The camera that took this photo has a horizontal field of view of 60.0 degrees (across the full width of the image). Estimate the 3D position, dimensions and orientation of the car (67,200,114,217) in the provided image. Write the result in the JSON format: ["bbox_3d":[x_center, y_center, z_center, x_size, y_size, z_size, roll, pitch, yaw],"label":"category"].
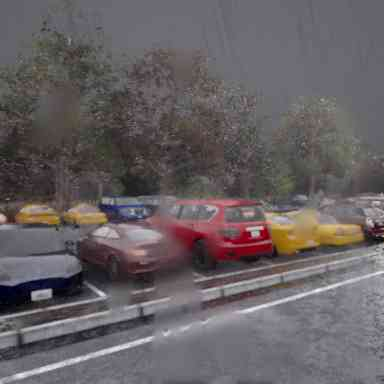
[{"bbox_3d":[-7.371,1.528,22.420,1.946,1.575,5.366,0,0,-35],"label":"car"}]

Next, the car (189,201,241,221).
[{"bbox_3d":[1.855,1.544,28.666,2.002,1.452,4.674,0,0,-35],"label":"car"}]

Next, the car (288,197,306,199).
[{"bbox_3d":[8.679,1.511,33.483,2.163,1.488,4.792,0,0,-35],"label":"car"}]

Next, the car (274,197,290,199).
[{"bbox_3d":[6.413,1.490,31.867,2.231,1.521,4.892,0,0,-35],"label":"car"}]

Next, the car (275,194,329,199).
[{"bbox_3d":[10.994,1.222,35.037,2.435,2.045,5.566,0,0,-35],"label":"car"}]

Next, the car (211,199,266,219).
[{"bbox_3d":[4.134,1.497,30.267,2.097,1.535,5.008,0,0,-35],"label":"car"}]

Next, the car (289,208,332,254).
[{"bbox_3d":[2.560,1.526,13.176,2.097,1.535,5.008,0,0,-35],"label":"car"}]

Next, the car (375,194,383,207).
[{"bbox_3d":[29.201,1.264,47.877,2.185,1.767,4.553,0,0,-35],"label":"car"}]

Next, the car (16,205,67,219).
[{"bbox_3d":[-9.642,1.537,20.594,2.097,1.535,5.008,0,0,-35],"label":"car"}]

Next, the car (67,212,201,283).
[{"bbox_3d":[-1.999,1.580,9.982,2.002,1.452,4.674,0,0,-35],"label":"car"}]

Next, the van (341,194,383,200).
[{"bbox_3d":[11.605,1.274,19.667,1.878,1.987,4.442,0,0,-35],"label":"van"}]

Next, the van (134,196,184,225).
[{"bbox_3d":[-2.637,1.292,25.371,1.878,1.987,4.442,0,0,-35],"label":"van"}]

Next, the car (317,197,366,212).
[{"bbox_3d":[17.821,1.445,39.852,2.097,1.535,5.008,0,0,-35],"label":"car"}]

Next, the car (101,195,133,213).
[{"bbox_3d":[-4.968,1.273,23.844,2.435,2.045,5.566,0,0,-35],"label":"car"}]

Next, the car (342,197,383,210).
[{"bbox_3d":[22.375,1.424,43.058,2.097,1.535,5.008,0,0,-35],"label":"car"}]

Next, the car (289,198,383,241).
[{"bbox_3d":[7.030,1.388,16.278,2.185,1.767,4.553,0,0,-35],"label":"car"}]

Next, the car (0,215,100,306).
[{"bbox_3d":[-4.264,1.571,8.361,2.163,1.488,4.792,0,0,-35],"label":"car"}]

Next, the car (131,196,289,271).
[{"bbox_3d":[0.261,1.282,11.605,2.435,2.045,5.566,0,0,-35],"label":"car"}]

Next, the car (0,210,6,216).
[{"bbox_3d":[-11.944,1.413,19.025,2.185,1.767,4.553,0,0,-35],"label":"car"}]

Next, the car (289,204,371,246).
[{"bbox_3d":[4.729,1.517,14.930,1.946,1.575,5.366,0,0,-35],"label":"car"}]
